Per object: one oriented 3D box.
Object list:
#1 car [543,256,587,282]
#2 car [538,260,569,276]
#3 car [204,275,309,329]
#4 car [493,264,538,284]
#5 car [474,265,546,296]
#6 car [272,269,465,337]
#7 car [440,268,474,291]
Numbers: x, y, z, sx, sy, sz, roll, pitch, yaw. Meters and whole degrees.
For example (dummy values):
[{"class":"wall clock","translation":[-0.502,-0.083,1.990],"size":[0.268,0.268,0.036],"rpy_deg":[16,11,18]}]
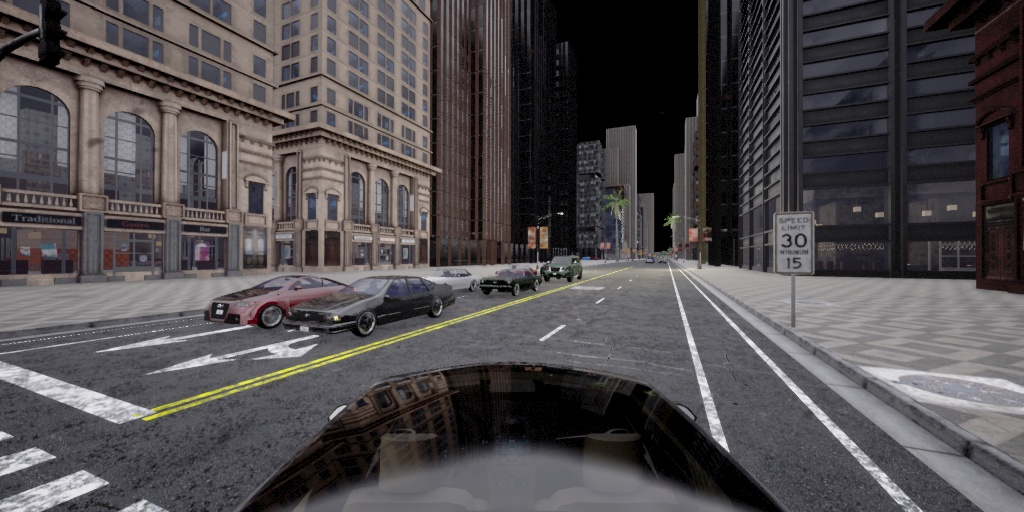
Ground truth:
[{"class":"car","translation":[4.286,0.987,29.366],"size":[2.150,2.045,5.566],"rpy_deg":[0,0,23]},{"class":"car","translation":[4.484,1.251,37.943],"size":[1.882,1.535,5.008],"rpy_deg":[0,0,24]},{"class":"car","translation":[-7.007,1.316,11.394],"size":[1.994,1.385,4.181],"rpy_deg":[0,0,24]},{"class":"car","translation":[0.406,1.364,28.587],"size":[1.895,1.301,4.718],"rpy_deg":[0,0,24]},{"class":"car","translation":[0.045,1.358,19.546],"size":[1.895,1.301,4.718],"rpy_deg":[0,0,24]},{"class":"car","translation":[-3.753,1.299,10.742],"size":[2.033,1.411,5.357],"rpy_deg":[0,0,23]},{"class":"car","translation":[-3.541,1.357,19.441],"size":[1.895,1.301,4.718],"rpy_deg":[0,0,23]}]
